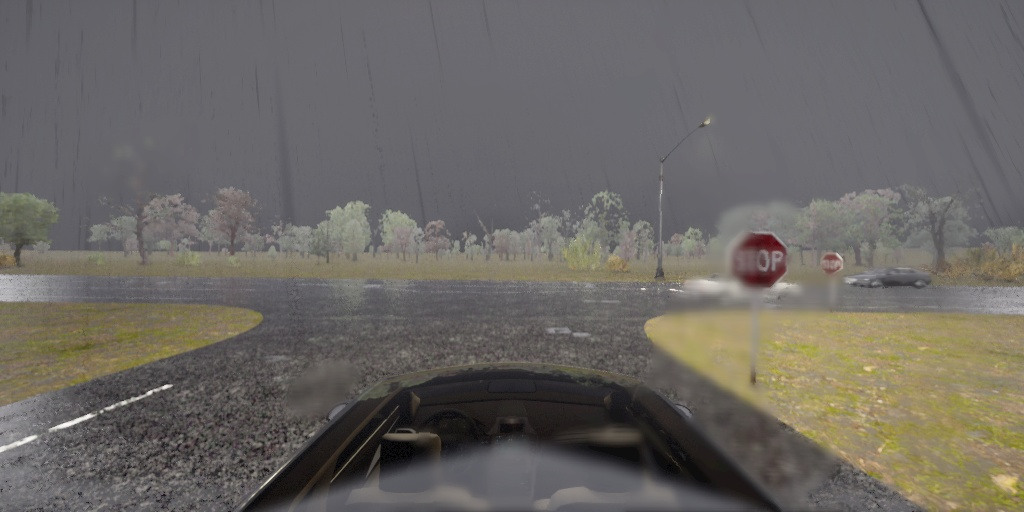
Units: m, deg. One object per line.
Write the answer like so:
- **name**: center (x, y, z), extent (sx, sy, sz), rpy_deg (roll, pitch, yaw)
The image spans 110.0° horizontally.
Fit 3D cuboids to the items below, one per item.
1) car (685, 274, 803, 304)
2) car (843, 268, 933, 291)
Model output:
- **car**: center (11.191, 1.528, 17.432), extent (4.718, 1.301, 1.895), rpy_deg (1, 1, 0)
- **car**: center (25.424, 1.543, 24.354), extent (4.902, 1.511, 2.128), rpy_deg (0, 1, 0)
